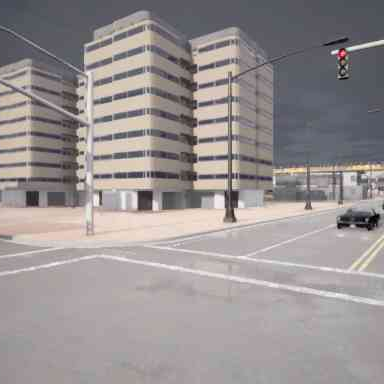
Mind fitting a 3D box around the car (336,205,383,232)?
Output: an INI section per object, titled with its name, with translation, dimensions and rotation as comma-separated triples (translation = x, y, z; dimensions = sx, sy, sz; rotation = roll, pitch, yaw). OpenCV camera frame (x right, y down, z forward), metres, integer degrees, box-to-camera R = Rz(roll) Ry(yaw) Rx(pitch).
[car]
translation = 10.283, 1.602, 20.475
dimensions = 1.895, 1.301, 4.718
rotation = 0, 0, 35
